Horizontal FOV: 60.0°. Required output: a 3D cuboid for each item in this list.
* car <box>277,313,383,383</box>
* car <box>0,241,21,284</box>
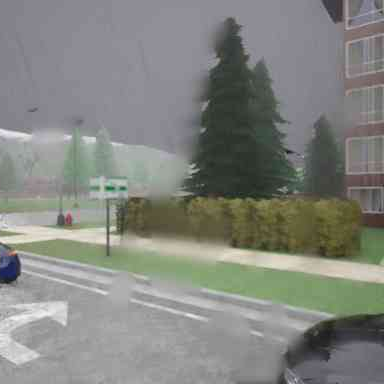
[{"bbox_3d":[2.943,1.493,1.893,4.902,1.511,2.128,0,0,35],"label":"car"},{"bbox_3d":[-6.155,1.556,8.371,4.181,1.385,1.994,0,0,36],"label":"car"}]
